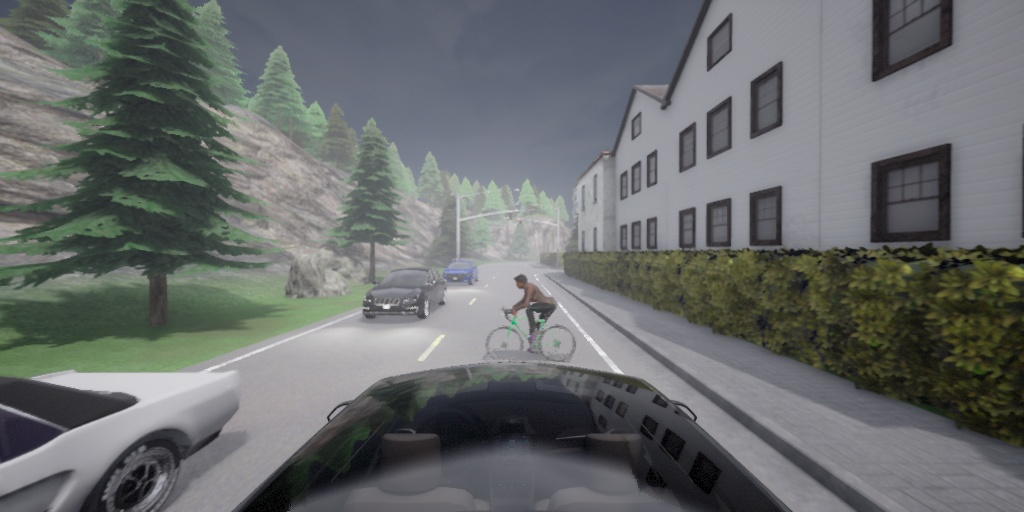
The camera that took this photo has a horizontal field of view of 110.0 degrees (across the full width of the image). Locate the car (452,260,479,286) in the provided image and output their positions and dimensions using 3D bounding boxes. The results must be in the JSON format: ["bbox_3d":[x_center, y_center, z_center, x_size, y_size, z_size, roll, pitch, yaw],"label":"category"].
[{"bbox_3d":[-3.315,1.054,23.674,1.882,1.535,5.008,0,0,1],"label":"car"}]

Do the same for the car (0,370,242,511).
[{"bbox_3d":[-3.616,1.353,1.283,1.895,1.301,4.718,0,0,1],"label":"car"}]

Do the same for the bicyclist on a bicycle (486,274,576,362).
[{"bbox_3d":[0.335,1.156,6.547,1.656,1.620,0.582,-1,0,1],"label":"bicyclist on a bicycle"}]

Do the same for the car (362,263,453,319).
[{"bbox_3d":[-3.500,1.169,12.495,1.837,1.490,4.892,0,0,1],"label":"car"}]
